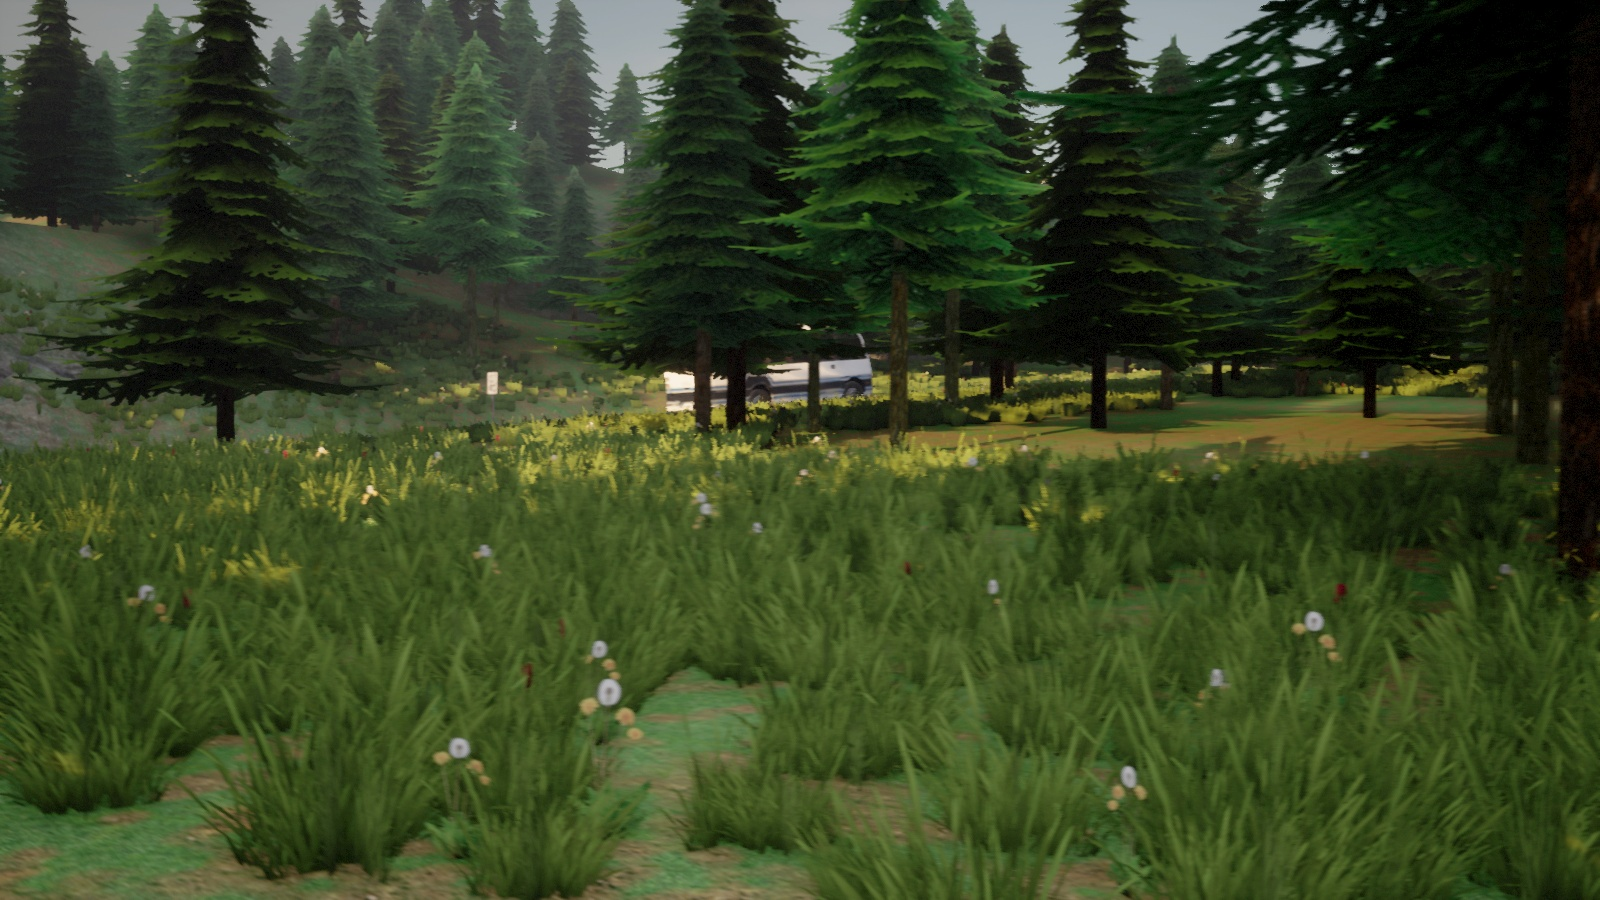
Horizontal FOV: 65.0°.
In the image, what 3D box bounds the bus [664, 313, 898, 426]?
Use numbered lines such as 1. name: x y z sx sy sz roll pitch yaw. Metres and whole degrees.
1. bus: -0.686 -3.776 57.682 10.273 4.253 3.944 -8 5 -41
